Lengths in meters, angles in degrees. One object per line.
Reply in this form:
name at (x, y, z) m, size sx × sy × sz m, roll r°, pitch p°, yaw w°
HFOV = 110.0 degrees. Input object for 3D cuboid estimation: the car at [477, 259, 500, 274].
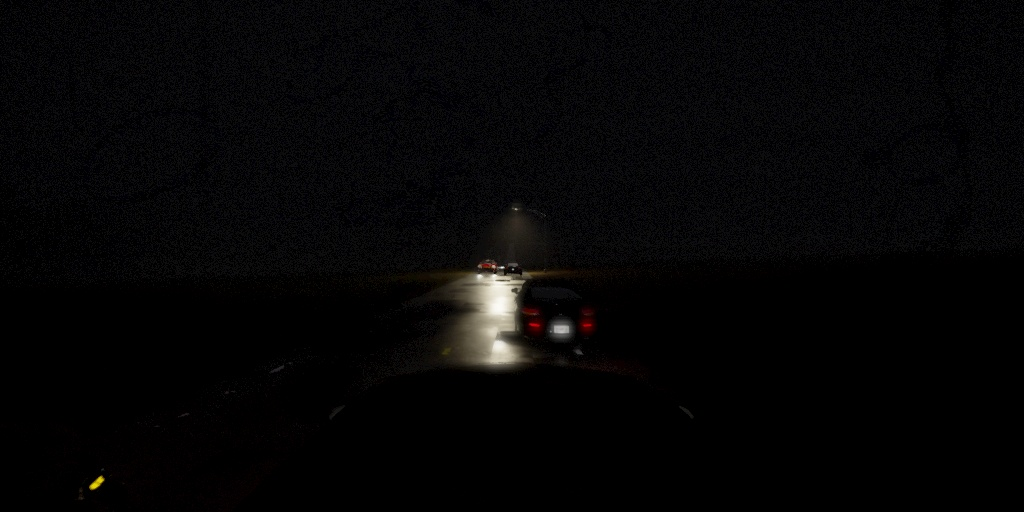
car at (-2.801, 1.174, 41.470) m, size 2.097 × 1.767 × 4.553 m, roll 0°, pitch 0°, yaw 0°

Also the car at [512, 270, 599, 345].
car at (0.973, 1.272, 9.327) m, size 1.812 × 1.442 × 4.674 m, roll 0°, pitch 0°, yaw 0°

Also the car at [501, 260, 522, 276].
car at (0.121, 1.374, 38.934) m, size 1.994 × 1.385 × 4.181 m, roll 0°, pitch 0°, yaw 1°
